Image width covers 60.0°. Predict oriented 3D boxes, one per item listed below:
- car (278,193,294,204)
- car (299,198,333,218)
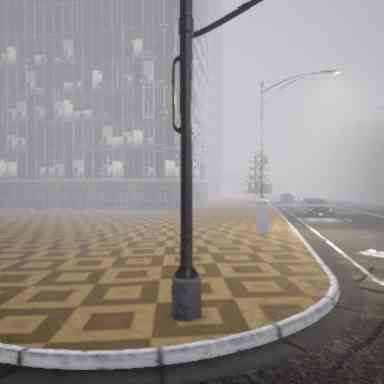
[{"bbox_3d":[13.560,0.839,48.027,1.882,1.535,5.008,0,1,9],"label":"car"},{"bbox_3d":[9.686,1.174,26.388,2.033,1.411,5.357,0,1,11],"label":"car"}]
